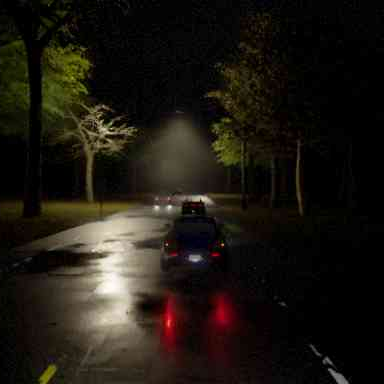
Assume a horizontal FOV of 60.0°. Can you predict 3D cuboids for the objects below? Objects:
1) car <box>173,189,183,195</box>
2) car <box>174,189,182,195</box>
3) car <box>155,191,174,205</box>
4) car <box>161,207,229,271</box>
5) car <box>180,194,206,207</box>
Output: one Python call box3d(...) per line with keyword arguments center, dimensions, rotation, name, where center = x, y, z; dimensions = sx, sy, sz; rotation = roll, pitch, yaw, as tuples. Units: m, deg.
box3d(center=(-3.441, -0.011, 81.532), dimensions=(2.128, 1.511, 4.902), rotation=(0, 2, 0), name="car")
box3d(center=(-3.308, 0.144, 74.013), dimensions=(1.812, 1.442, 4.674), rotation=(0, 1, -2), name="car")
box3d(center=(-3.754, 0.797, 43.737), dimensions=(2.097, 1.767, 4.553), rotation=(0, 1, -2), name="car")
box3d(center=(0.085, 1.434, 10.501), dimensions=(1.812, 1.442, 4.674), rotation=(0, 1, 0), name="car")
box3d(center=(0.107, 1.202, 27.624), dimensions=(2.128, 1.511, 4.902), rotation=(0, 1, 0), name="car")
